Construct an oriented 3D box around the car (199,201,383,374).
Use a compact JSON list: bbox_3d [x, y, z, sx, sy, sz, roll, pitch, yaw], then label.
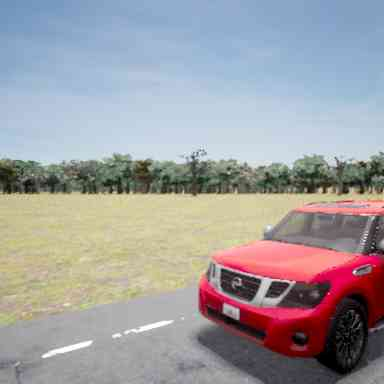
[{"bbox_3d":[2.761,1.204,5.960,5.566,2.045,2.150,0,0,-35],"label":"car"}]
